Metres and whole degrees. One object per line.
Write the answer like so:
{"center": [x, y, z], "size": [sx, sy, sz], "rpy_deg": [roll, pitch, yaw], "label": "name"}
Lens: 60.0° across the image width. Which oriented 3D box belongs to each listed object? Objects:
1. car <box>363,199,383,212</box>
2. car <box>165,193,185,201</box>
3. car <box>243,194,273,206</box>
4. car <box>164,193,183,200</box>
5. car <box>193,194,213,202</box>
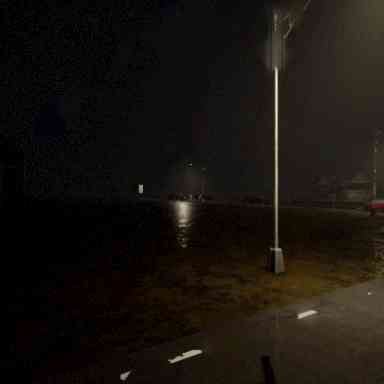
{"center": [19.075, 1.406, 32.447], "size": [1.994, 1.385, 4.181], "rpy_deg": [2, 0, -36], "label": "car"}
{"center": [-3.220, 0.980, 64.073], "size": [1.837, 1.490, 4.892], "rpy_deg": [2, -1, -35], "label": "car"}
{"center": [9.291, 1.123, 46.264], "size": [1.882, 1.535, 5.008], "rpy_deg": [2, -1, -35], "label": "car"}
{"center": [-3.999, 0.954, 71.235], "size": [1.895, 1.301, 4.718], "rpy_deg": [2, -1, -35], "label": "car"}
{"center": [2.043, 1.098, 62.709], "size": [1.837, 1.490, 4.892], "rpy_deg": [2, -1, -35], "label": "car"}
